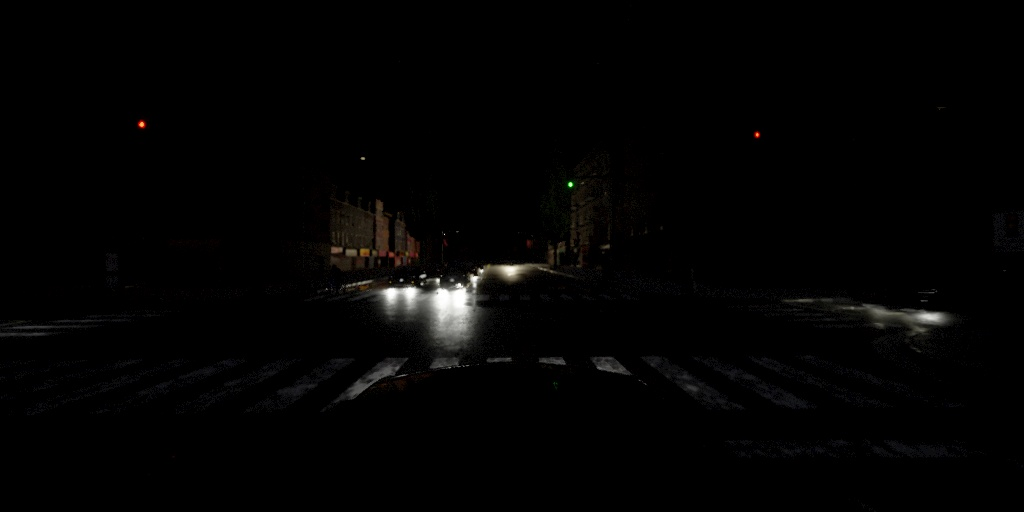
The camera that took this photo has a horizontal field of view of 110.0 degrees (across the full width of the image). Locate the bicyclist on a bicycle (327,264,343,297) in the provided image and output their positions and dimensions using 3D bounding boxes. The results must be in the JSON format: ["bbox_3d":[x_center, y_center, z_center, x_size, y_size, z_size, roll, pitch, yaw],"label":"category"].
[{"bbox_3d":[-9.097,1.252,18.483,0.582,1.620,1.656,0,0,-2],"label":"bicyclist on a bicycle"}]

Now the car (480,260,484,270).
[{"bbox_3d":[-5.647,1.451,59.079,1.837,1.490,4.892,0,-1,-3],"label":"car"}]

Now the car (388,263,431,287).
[{"bbox_3d":[-7.216,1.384,25.130,1.994,1.385,4.181,0,0,-3],"label":"car"}]

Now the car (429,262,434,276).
[{"bbox_3d":[-7.770,1.336,35.936,1.882,1.535,5.008,0,0,-3],"label":"car"}]

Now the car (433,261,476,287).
[{"bbox_3d":[-3.984,1.313,25.580,2.128,1.511,4.902,0,0,-3],"label":"car"}]

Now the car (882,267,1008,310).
[{"bbox_3d":[17.510,1.225,14.110,5.008,1.535,1.882,-1,0,-4],"label":"car"}]

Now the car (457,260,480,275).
[{"bbox_3d":[-4.609,1.391,37.939,1.812,1.442,4.674,0,0,-3],"label":"car"}]
